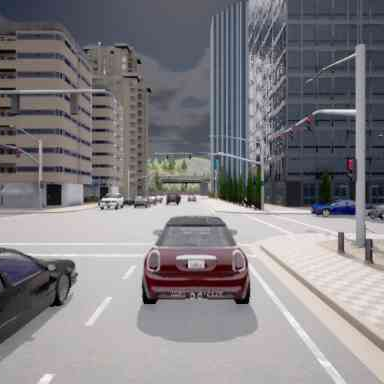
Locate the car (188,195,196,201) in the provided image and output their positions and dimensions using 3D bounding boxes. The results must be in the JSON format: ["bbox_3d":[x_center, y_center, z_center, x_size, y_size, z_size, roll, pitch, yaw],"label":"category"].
[{"bbox_3d":[-0.004,1.493,84.305,1.812,1.442,4.674,0,0,0],"label":"car"}]

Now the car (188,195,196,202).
[{"bbox_3d":[-0.004,1.547,75.812,1.994,1.385,4.181,0,0,0],"label":"car"}]

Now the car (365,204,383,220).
[{"bbox_3d":[16.279,1.436,26.314,4.902,1.511,2.128,0,0,0],"label":"car"}]

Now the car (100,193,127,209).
[{"bbox_3d":[-10.601,1.222,44.433,2.150,2.045,5.566,0,0,0],"label":"car"}]

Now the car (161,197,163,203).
[{"bbox_3d":[-7.016,1.491,67.708,2.128,1.511,4.902,0,0,0],"label":"car"}]

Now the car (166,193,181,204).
[{"bbox_3d":[-3.403,1.221,60.197,2.150,2.045,5.566,0,0,0],"label":"car"}]

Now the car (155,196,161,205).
[{"bbox_3d":[-7.083,1.491,57.459,2.128,1.511,4.902,0,0,0],"label":"car"}]

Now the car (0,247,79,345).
[{"bbox_3d":[-3.433,1.548,4.886,2.033,1.411,5.357,0,0,0],"label":"car"}]

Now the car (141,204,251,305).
[{"bbox_3d":[0.084,1.351,8.235,2.097,1.767,4.553,0,0,0],"label":"car"}]

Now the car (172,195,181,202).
[{"bbox_3d":[-3.504,1.476,78.217,1.882,1.535,5.008,0,0,0],"label":"car"}]

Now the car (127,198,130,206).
[{"bbox_3d":[-10.594,1.601,54.201,1.895,1.301,4.718,0,0,0],"label":"car"}]

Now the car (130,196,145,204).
[{"bbox_3d":[-10.542,1.491,64.578,2.128,1.511,4.902,0,0,1],"label":"car"}]

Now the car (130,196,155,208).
[{"bbox_3d":[-7.101,1.547,47.946,2.033,1.411,5.357,0,0,0],"label":"car"}]

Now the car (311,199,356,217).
[{"bbox_3d":[13.292,1.422,29.837,5.008,1.535,1.882,0,0,1],"label":"car"}]
